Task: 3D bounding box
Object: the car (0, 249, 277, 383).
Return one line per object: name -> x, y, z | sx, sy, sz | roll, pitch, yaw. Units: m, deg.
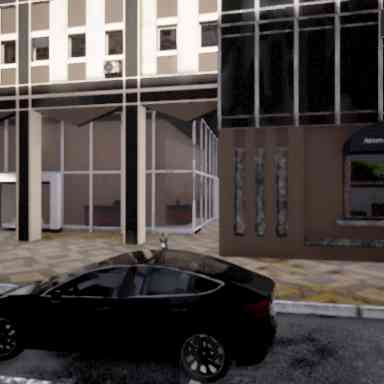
car -> -0.937, 1.564, 4.938 | 4.313, 1.339, 1.947 | 0, 0, 11
